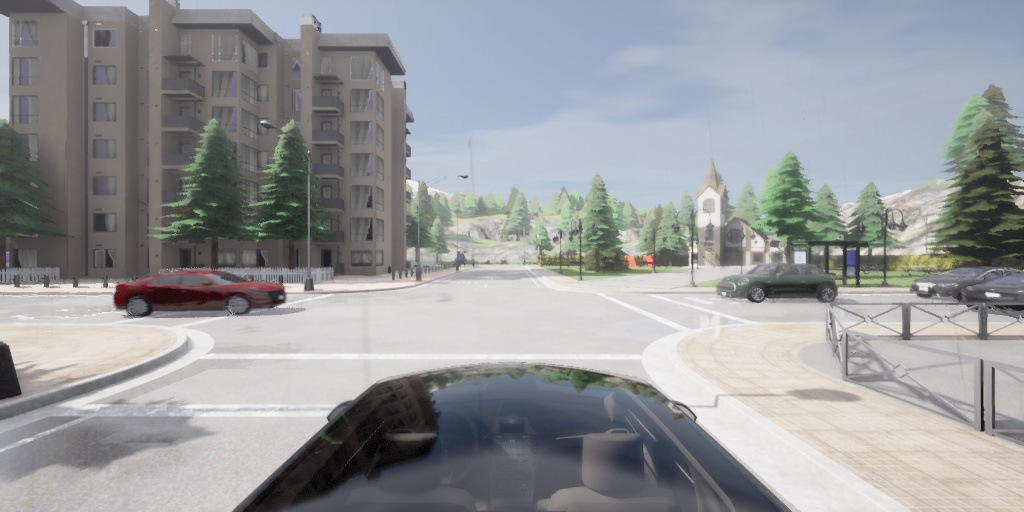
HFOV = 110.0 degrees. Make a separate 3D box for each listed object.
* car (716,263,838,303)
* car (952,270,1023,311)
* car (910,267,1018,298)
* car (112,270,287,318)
[{"bbox_3d":[11.851,1.118,16.286,4.553,1.767,2.097,0,0,-1],"label":"car"},{"bbox_3d":[18.743,1.329,12.548,4.181,1.385,1.994,0,0,-2],"label":"car"},{"bbox_3d":[21.239,1.258,16.375,4.902,1.511,2.128,0,0,0],"label":"car"},{"bbox_3d":[-10.786,1.239,12.658,5.008,1.535,1.882,-1,0,-5],"label":"car"}]
